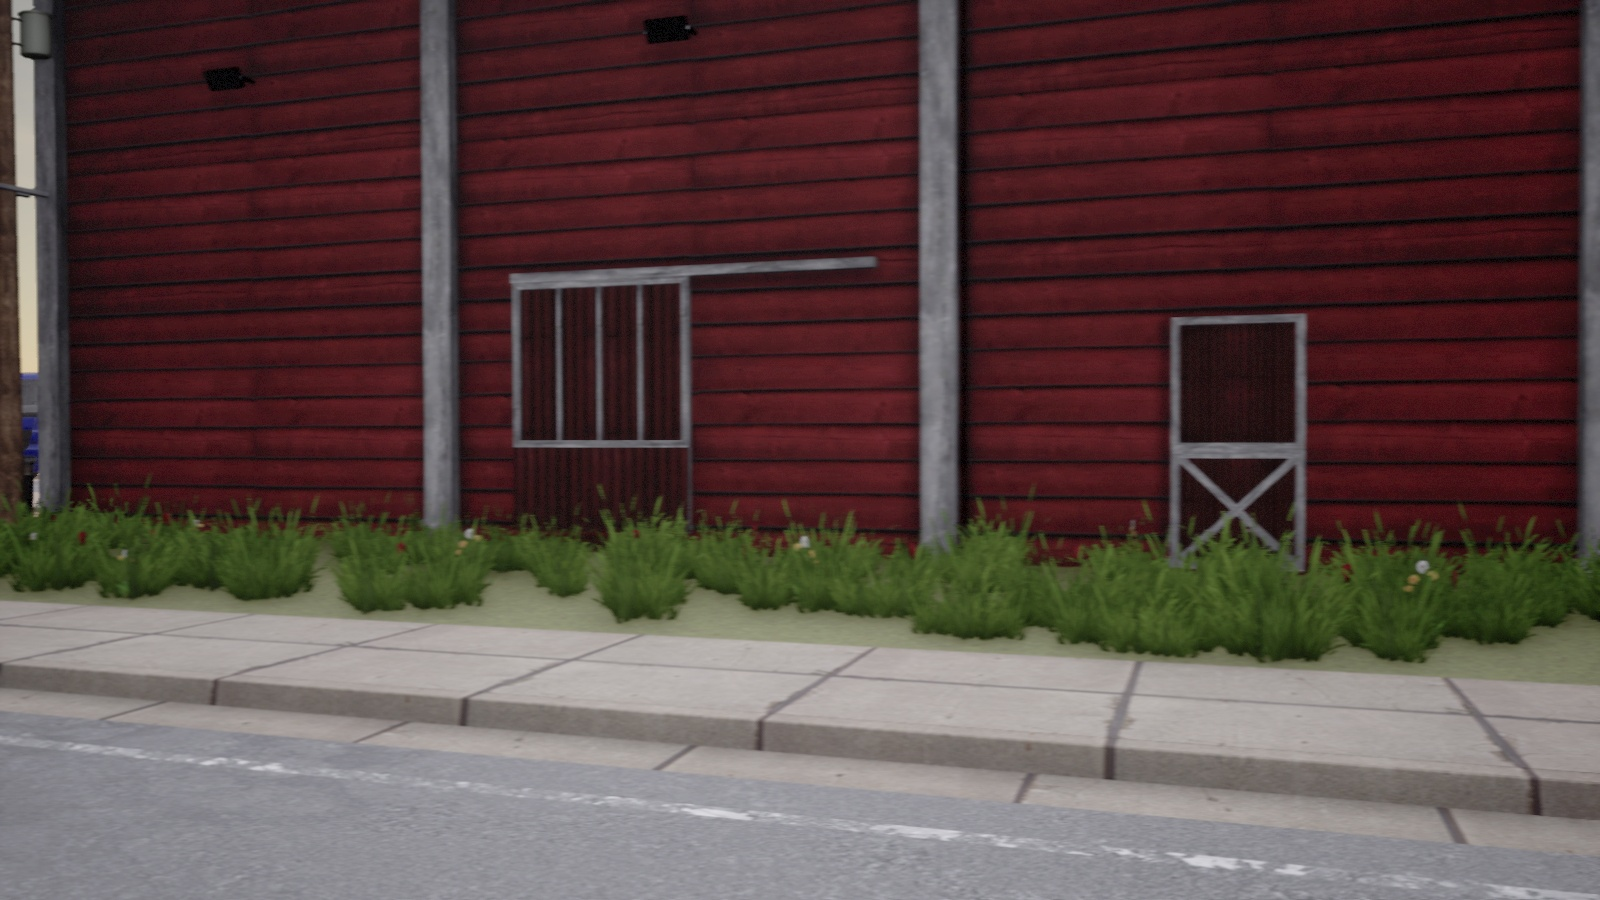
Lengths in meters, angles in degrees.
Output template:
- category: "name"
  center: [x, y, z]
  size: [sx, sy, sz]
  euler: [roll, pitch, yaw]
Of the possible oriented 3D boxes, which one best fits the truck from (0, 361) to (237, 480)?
- category: "truck"
  center: [-22.395, -0.920, 40.822]
  size: [2.891, 3.462, 7.936]
  euler: [1, 1, 18]
